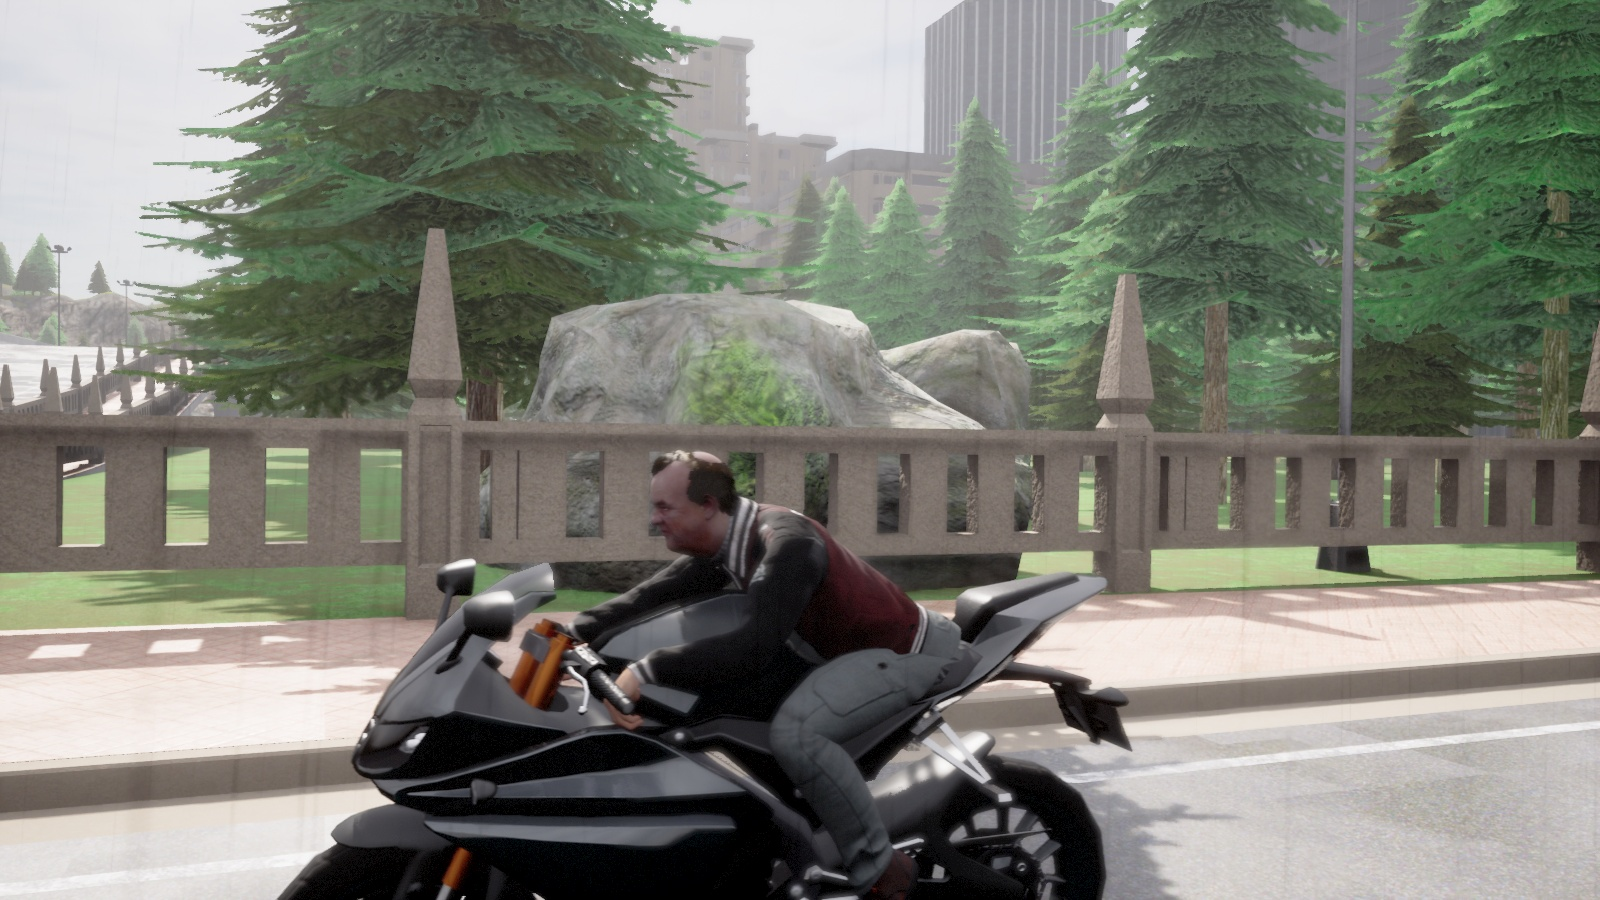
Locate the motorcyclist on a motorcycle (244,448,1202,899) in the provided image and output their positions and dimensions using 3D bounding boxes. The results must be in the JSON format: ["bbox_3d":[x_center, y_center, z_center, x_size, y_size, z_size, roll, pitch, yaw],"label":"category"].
[{"bbox_3d":[-0.170,0.783,3.175,2.191,1.530,0.866,-1,1,-21],"label":"motorcyclist on a motorcycle"}]
